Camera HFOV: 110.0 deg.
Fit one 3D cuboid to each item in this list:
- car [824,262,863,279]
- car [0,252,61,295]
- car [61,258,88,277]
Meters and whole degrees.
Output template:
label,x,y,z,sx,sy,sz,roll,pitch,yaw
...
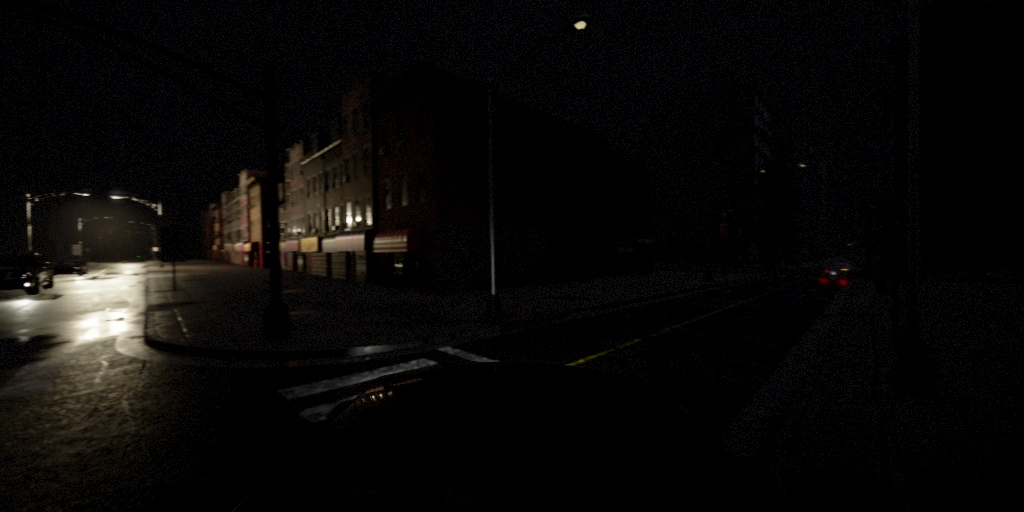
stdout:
label,x,y,z,sx,sy,sz,roll,pitch,yaw
car,30.447,1.306,32.982,4.674,1.442,1.812,0,0,-32
car,-24.647,0.829,17.617,2.150,2.045,5.566,-2,3,-44
car,-37.096,0.921,29.926,1.882,1.535,5.008,-2,2,-45
